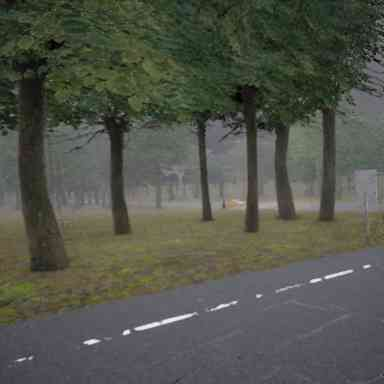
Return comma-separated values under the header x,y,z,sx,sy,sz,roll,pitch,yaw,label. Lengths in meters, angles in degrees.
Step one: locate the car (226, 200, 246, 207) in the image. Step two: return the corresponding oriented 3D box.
x,y,z,sx,sy,sz,roll,pitch,yaw,label
9.298,2.420,71.220,1.882,1.535,5.008,-4,1,-36,car
